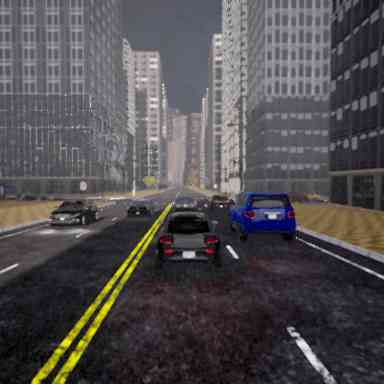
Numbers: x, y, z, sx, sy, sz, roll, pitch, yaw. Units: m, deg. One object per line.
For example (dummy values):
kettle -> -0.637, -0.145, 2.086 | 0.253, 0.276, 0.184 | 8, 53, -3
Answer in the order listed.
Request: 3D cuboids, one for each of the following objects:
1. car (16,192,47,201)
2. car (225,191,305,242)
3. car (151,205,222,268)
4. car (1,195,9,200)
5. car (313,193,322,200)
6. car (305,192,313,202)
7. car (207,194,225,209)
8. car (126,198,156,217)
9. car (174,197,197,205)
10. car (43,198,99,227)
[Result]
car -> -23.976, 0.678, 49.758 | 4.313, 1.339, 1.947 | 0, 1, 0
car -> 3.012, 0.980, 15.173 | 2.150, 2.045, 5.566 | 0, 1, 0
car -> -0.125, 1.360, 10.591 | 1.812, 1.442, 4.674 | 0, 1, -1
car -> -29.661, 0.650, 49.741 | 4.206, 1.307, 1.802 | 0, 1, 0
car -> 20.340, 0.702, 58.690 | 4.829, 1.417, 1.752 | 0, 1, -1
car -> 14.952, 0.716, 50.258 | 5.009, 1.841, 2.192 | 0, 1, -1
car -> 2.573, 0.992, 32.222 | 1.837, 1.490, 4.892 | 0, 1, -2
car -> -3.965, 1.193, 26.244 | 1.895, 1.301, 4.718 | 0, 1, -1
car -> -0.578, 1.099, 28.484 | 2.033, 1.411, 5.357 | 0, 1, -2
car -> -7.065, 1.196, 20.374 | 1.837, 1.490, 4.892 | 0, 0, -1
